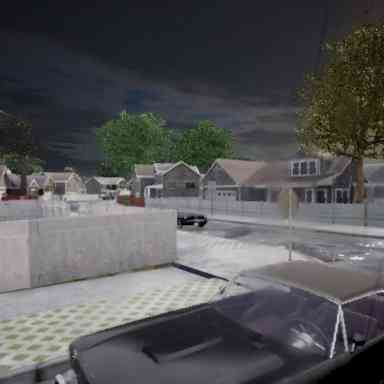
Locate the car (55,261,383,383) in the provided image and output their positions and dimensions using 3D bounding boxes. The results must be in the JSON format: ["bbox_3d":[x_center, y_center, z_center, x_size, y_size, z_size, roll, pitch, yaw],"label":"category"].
[{"bbox_3d":[1.088,1.598,3.726,4.718,1.301,1.895,0,0,-36],"label":"car"}]

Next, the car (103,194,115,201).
[{"bbox_3d":[-22.295,1.369,89.519,2.097,1.767,4.553,0,0,7],"label":"car"}]

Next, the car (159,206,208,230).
[{"bbox_3d":[-1.010,1.578,21.368,1.895,1.301,4.718,0,0,-35],"label":"car"}]

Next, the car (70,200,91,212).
[{"bbox_3d":[-13.342,1.570,39.336,1.895,1.301,4.718,0,0,-31],"label":"car"}]
